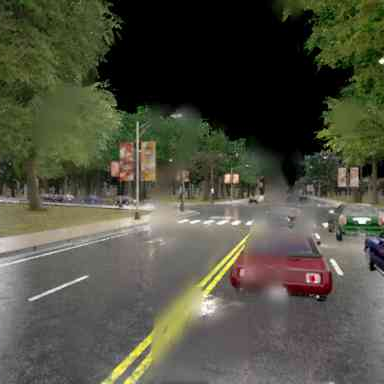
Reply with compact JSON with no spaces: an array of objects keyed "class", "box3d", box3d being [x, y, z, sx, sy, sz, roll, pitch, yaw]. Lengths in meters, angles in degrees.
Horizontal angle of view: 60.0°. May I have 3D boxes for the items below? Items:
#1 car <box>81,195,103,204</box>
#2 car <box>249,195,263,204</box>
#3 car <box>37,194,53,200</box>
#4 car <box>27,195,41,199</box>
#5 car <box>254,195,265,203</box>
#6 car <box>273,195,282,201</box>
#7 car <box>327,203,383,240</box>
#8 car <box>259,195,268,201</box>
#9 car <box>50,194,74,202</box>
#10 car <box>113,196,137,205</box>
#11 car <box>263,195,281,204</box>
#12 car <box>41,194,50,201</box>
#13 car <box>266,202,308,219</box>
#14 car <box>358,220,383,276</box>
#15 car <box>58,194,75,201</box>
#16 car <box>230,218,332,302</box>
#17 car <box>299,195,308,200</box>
[{"class":"car","box3d":[-18.122,1.291,60.275,5.008,1.535,1.882,0,0,40]},{"class":"car","box3d":[12.017,1.538,63.648,2.033,1.411,5.357,0,0,17]},{"class":"car","box3d":[-37.515,1.210,85.004,4.674,1.442,1.812,0,0,40]},{"class":"car","box3d":[-39.477,1.283,82.408,4.718,1.301,1.895,0,0,40]},{"class":"car","box3d":[14.919,1.468,73.105,1.882,1.535,5.008,0,0,17]},{"class":"car","box3d":[21.120,1.467,82.365,1.882,1.535,5.008,0,0,17]},{"class":"car","box3d":[8.156,1.346,16.811,2.097,1.767,4.553,0,0,17]},{"class":"car","box3d":[17.896,1.513,82.930,1.812,1.442,4.674,0,0,17]},{"class":"car","box3d":[-25.862,1.292,66.819,4.902,1.511,2.128,0,0,40]},{"class":"car","box3d":[-10.918,1.352,54.229,4.902,1.511,2.128,0,0,40]},{"class":"car","box3d":[15.096,1.538,62.621,2.033,1.411,5.357,0,0,17]},{"class":"car","box3d":[-31.479,1.250,75.736,4.902,1.511,2.128,0,0,40]},{"class":"car","box3d":[4.975,1.501,17.523,1.837,1.490,4.892,0,0,17]},{"class":"car","box3d":[5.488,1.598,7.834,1.895,1.301,4.718,0,0,16]},{"class":"car","box3d":[-29.627,1.246,78.424,4.674,1.442,1.812,0,0,40]},{"class":"car","box3d":[2.262,1.599,8.374,1.895,1.301,4.718,0,0,16]},{"class":"car","box3d":[30.212,1.496,89.961,1.837,1.490,4.892,0,0,17]}]
